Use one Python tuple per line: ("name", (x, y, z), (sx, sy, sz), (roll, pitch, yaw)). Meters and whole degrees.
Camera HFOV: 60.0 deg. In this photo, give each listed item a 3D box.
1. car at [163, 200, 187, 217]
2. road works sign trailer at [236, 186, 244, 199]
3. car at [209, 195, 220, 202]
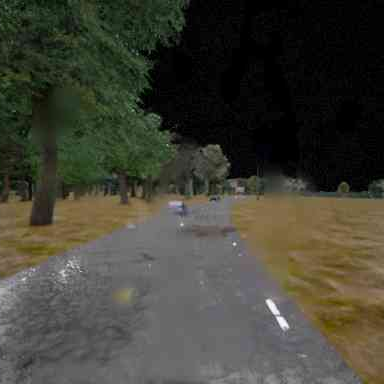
("car", (-1.509, 1.528, 31.150), (1.812, 1.442, 4.674), (0, 0, 6))
("road works sign trailer", (13.466, 0.250, 93.219), (2.380, 3.560, 2.880), (0, 0, 13))
("car", (4.996, 1.399, 72.015), (2.033, 1.411, 5.357), (0, 0, 12))
